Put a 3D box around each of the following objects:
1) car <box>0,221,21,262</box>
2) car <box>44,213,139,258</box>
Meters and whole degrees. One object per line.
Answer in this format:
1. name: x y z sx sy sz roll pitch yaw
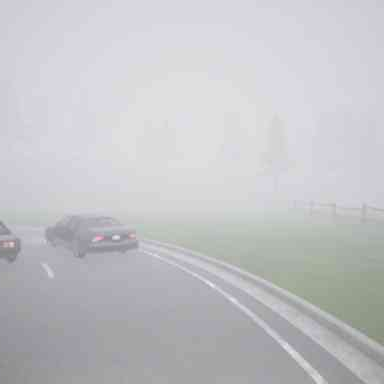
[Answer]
1. car: -7.243 1.571 11.110 1.895 1.301 4.718 0 0 -39
2. car: -4.021 1.516 12.713 2.033 1.411 5.357 0 0 -39
